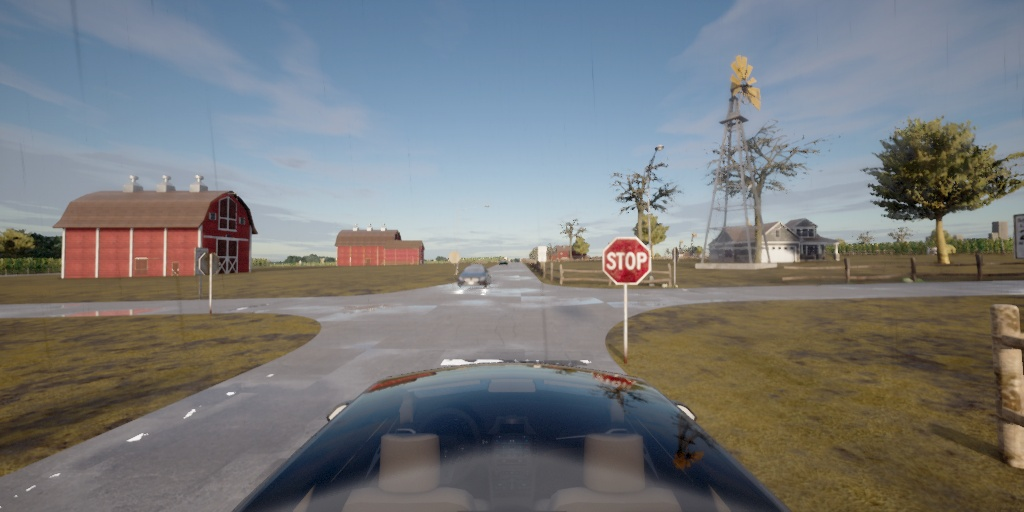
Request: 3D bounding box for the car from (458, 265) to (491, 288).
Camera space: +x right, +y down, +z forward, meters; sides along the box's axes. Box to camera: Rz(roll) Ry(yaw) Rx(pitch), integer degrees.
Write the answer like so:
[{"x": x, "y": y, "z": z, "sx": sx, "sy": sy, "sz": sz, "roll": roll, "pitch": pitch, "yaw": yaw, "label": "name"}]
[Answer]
[{"x": -2.432, "y": 1.333, "z": 23.950, "sx": 1.812, "sy": 1.442, "sz": 4.674, "roll": 0, "pitch": 1, "yaw": 1, "label": "car"}]
